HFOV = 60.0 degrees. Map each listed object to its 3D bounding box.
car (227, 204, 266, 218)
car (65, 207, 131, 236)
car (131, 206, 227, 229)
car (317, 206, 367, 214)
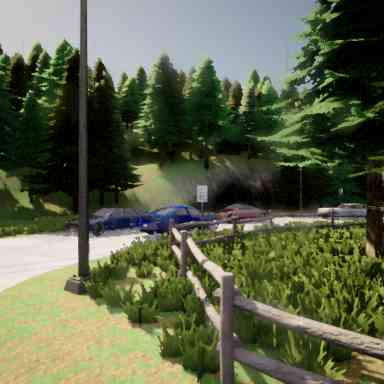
[{"bbox_3d":[3.550,1.591,25.152,4.181,1.385,1.994,0,0,-26],"label":"car"},{"bbox_3d":[-4.400,1.574,19.122,2.033,1.411,5.357,0,0,41],"label":"car"},{"bbox_3d":[-0.555,1.504,18.084,1.882,1.535,5.008,-1,-1,44],"label":"car"},{"bbox_3d":[13.073,1.628,28.034,4.718,1.301,1.895,0,0,-6],"label":"car"}]
